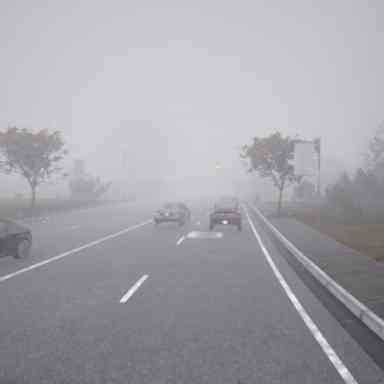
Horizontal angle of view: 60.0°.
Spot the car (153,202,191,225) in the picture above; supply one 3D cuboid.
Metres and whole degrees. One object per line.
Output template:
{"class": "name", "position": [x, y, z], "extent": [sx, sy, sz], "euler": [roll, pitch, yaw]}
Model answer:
{"class": "car", "position": [-1.212, 1.369, 22.436], "extent": [2.033, 1.411, 5.357], "euler": [0, 1, 7]}

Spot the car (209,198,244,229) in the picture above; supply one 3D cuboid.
{"class": "car", "position": [2.101, 1.377, 20.547], "extent": [1.837, 1.490, 4.892], "euler": [0, 1, 7]}

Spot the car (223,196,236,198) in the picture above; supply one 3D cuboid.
{"class": "car", "position": [4.233, 1.148, 37.580], "extent": [1.895, 1.301, 4.718], "euler": [0, 1, 7]}

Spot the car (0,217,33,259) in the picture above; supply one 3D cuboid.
{"class": "car", "position": [-6.437, 1.445, 9.540], "extent": [1.812, 1.442, 4.674], "euler": [0, 0, 5]}
